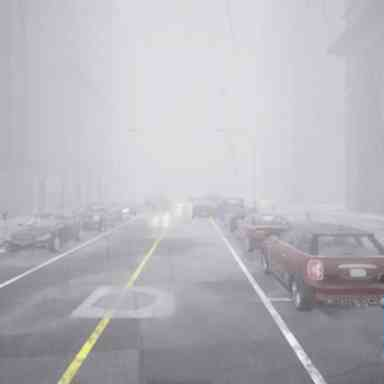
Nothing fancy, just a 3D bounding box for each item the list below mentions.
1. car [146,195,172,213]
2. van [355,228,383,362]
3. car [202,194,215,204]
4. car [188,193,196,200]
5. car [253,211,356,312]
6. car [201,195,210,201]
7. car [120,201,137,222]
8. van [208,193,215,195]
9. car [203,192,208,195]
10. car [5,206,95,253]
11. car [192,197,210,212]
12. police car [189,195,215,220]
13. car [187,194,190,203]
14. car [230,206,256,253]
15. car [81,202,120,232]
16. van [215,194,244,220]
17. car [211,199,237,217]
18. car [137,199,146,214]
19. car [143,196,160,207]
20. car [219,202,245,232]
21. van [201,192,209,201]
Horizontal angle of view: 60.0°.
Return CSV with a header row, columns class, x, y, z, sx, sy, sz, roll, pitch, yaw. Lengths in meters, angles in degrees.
class,x,y,z,sx,sy,sz,roll,pitch,yaw
car,-3.092,1.342,34.528,2.128,1.511,4.902,0,0,0
van,2.851,1.332,2.013,1.690,1.788,3.998,0,0,0
car,2.857,1.179,58.500,1.967,1.590,4.097,0,0,0
car,0.007,1.044,78.247,1.994,1.385,4.181,0,0,0
car,2.852,1.406,7.662,1.967,1.590,4.097,0,0,0
car,2.859,1.260,69.798,1.802,1.307,4.206,0,0,0
car,-5.671,1.444,24.606,2.008,1.369,4.403,0,0,0
van,2.854,1.186,35.904,1.690,1.788,3.998,0,0,0
car,2.854,1.135,41.553,2.192,1.841,5.009,0,0,0
car,-5.672,1.492,13.308,2.008,1.369,4.403,0,0,0
car,0.903,1.346,36.834,1.837,1.490,4.892,0,0,0
police car,0.902,1.308,26.944,1.930,1.638,5.238,0,0,0
car,0.005,1.212,62.218,2.128,1.511,4.902,0,0,0
car,2.853,1.486,13.311,1.887,1.381,4.507,0,0,0
car,-5.672,1.357,18.957,1.967,1.590,4.097,0,0,0
van,2.852,1.234,24.607,1.690,1.788,3.998,0,0,0
car,2.854,1.413,30.257,1.887,1.381,4.507,0,0,0
car,-5.671,1.451,30.254,1.802,1.307,4.206,0,0,0
car,-5.669,1.339,47.201,1.887,1.381,4.507,0,0,0
car,2.854,1.483,18.960,1.947,1.339,4.313,0,0,0
van,2.859,0.987,75.445,1.690,1.788,3.998,0,0,0
